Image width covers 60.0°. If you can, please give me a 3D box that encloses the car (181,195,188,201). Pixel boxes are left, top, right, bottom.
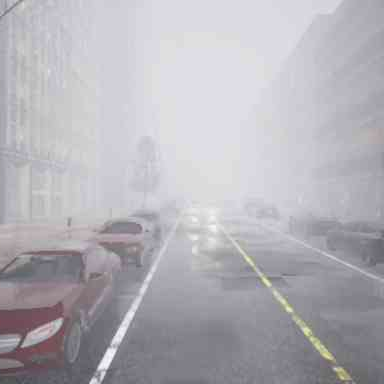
[{"bbox_3d":[-2.027,1.571,90.532,1.887,1.381,4.507,1,0,0],"label":"car"}]

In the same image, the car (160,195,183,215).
[{"bbox_3d":[-2.214,1.459,33.966,1.967,1.590,4.097,1,0,0],"label":"car"}]

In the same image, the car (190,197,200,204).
[{"bbox_3d":[0.565,1.586,64.080,2.033,1.411,5.357,0,0,0],"label":"car"}]

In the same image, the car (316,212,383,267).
[{"bbox_3d":[6.089,1.600,11.275,1.947,1.339,4.313,1,0,0],"label":"car"}]

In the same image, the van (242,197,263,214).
[{"bbox_3d":[6.168,1.390,33.903,1.690,1.788,3.998,1,0,0],"label":"van"}]

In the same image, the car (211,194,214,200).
[{"bbox_3d":[6.315,1.609,79.155,2.008,1.369,4.403,1,0,0],"label":"car"}]

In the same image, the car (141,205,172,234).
[{"bbox_3d":[-2.272,1.574,16.994,1.947,1.339,4.313,1,0,0],"label":"car"}]

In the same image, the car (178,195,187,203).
[{"bbox_3d":[-2.082,1.468,73.563,1.967,1.590,4.097,1,0,0],"label":"car"}]

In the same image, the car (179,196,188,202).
[{"bbox_3d":[-2.065,1.593,79.219,1.947,1.339,4.313,1,0,0],"label":"car"}]

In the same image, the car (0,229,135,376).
[{"bbox_3d":[-2.310,1.580,5.680,1.802,1.307,4.206,1,0,0],"label":"car"}]

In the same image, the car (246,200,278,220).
[{"bbox_3d":[6.145,1.611,28.246,1.947,1.339,4.313,1,0,0],"label":"car"}]

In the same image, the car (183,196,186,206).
[{"bbox_3d":[-2.179,1.606,45.279,1.802,1.307,4.206,1,0,0],"label":"car"}]

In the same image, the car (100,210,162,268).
[{"bbox_3d":[-2.291,1.548,11.337,1.887,1.381,4.507,1,0,0],"label":"car"}]

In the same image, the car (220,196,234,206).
[{"bbox_3d":[6.239,1.640,56.529,1.802,1.307,4.206,1,0,0],"label":"car"}]

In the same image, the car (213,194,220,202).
[{"bbox_3d":[6.296,1.641,73.499,1.802,1.307,4.206,1,0,0],"label":"car"}]

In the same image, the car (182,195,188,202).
[{"bbox_3d":[-2.138,1.468,56.592,1.967,1.590,4.097,1,0,0],"label":"car"}]

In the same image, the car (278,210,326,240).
[{"bbox_3d":[6.108,1.589,16.933,2.008,1.369,4.403,1,0,0],"label":"car"}]

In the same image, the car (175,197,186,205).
[{"bbox_3d":[-2.122,1.610,62.248,1.802,1.307,4.206,1,0,0],"label":"car"}]
